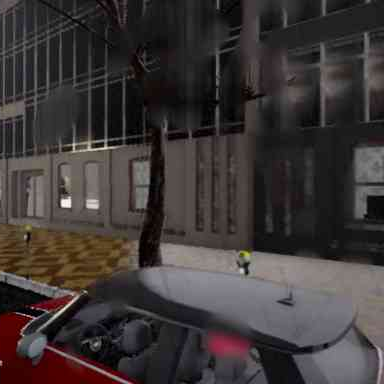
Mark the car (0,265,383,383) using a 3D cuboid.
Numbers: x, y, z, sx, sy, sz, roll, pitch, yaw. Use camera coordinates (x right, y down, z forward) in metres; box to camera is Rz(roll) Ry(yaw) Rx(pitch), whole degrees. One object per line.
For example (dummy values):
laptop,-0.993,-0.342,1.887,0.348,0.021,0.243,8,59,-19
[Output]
car,-0.397,1.432,3.003,4.097,1.590,1.967,0,0,35
